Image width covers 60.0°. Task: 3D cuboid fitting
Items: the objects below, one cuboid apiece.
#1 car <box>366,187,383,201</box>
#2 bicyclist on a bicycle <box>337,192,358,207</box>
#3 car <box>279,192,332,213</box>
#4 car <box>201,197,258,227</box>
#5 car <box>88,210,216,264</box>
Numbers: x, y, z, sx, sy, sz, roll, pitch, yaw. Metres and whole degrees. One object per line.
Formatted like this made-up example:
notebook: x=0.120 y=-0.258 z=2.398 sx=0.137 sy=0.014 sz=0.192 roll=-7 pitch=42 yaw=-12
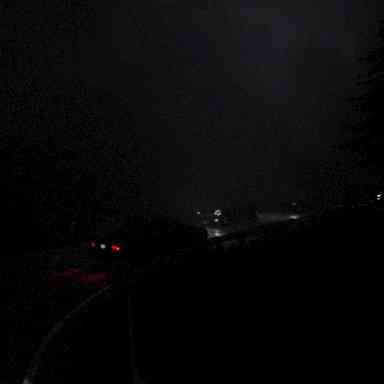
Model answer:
car: x=18.806 y=0.126 z=31.302 sx=4.553 sy=1.767 sz=2.097 roll=-3 pitch=-1 yaw=-9
bicyclist on a bicycle: x=9.138 y=0.853 z=19.559 sx=0.582 sy=1.620 sz=1.656 roll=4 pitch=2 yaw=-43
car: x=9.479 y=0.827 z=27.818 sx=5.008 sy=1.535 sz=1.882 roll=-4 pitch=1 yaw=-28
car: x=2.363 y=1.183 z=22.049 sx=4.553 sy=1.767 sz=2.097 roll=-4 pitch=2 yaw=-44
car: x=-1.515 y=1.815 z=13.530 sx=2.033 sy=1.411 sz=5.357 roll=-1 pitch=2 yaw=39
